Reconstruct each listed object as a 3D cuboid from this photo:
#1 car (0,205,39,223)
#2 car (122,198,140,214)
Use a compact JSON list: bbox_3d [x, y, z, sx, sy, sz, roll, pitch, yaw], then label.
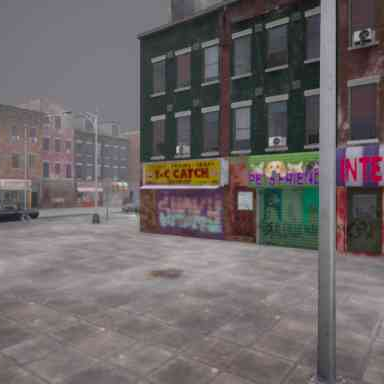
[{"bbox_3d":[-12.939,1.532,22.268,1.895,1.301,4.718,0,0,35],"label":"car"},{"bbox_3d":[-4.922,1.362,33.525,1.837,1.490,4.892,0,1,35],"label":"car"}]
